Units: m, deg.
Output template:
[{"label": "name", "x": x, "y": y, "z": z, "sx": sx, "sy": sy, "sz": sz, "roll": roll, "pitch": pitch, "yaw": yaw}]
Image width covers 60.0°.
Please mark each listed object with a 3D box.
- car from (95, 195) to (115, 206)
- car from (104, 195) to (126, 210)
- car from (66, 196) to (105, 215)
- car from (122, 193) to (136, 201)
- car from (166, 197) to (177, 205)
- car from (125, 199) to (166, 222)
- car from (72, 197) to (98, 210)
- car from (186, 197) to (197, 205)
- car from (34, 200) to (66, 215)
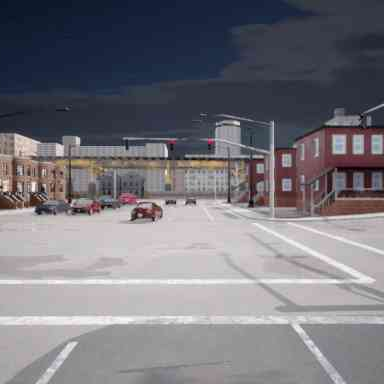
[{"label": "car", "x": -14.228, "y": 1.352, "z": 54.613, "sx": 2.097, "sy": 1.767, "sz": 4.553, "roll": 0, "pitch": 0, "yaw": 0}, {"label": "car", "x": -10.709, "y": 1.547, "z": 44.363, "sx": 2.033, "sy": 1.411, "sz": 5.357, "roll": 0, "pitch": 0, "yaw": 0}, {"label": "car", "x": -10.685, "y": 1.477, "z": 33.884, "sx": 1.882, "sy": 1.535, "sz": 5.008, "roll": 0, "pitch": 0, "yaw": 0}, {"label": "car", "x": -10.722, "y": 1.220, "z": 55.058, "sx": 2.150, "sy": 2.045, "sz": 5.566, "roll": 0, "pitch": 0, "yaw": 1}, {"label": "car", "x": -3.668, "y": 1.601, "z": 58.635, "sx": 1.895, "sy": 1.301, "sz": 4.718, "roll": 0, "pitch": 0, "yaw": 0}, {"label": "car", "x": -3.544, "y": 1.525, "z": 26.378, "sx": 1.812, "sy": 1.442, "sz": 4.674, "roll": 1, "pitch": 0, "yaw": 5}, {"label": "car", "x": -14.211, "y": 1.477, "z": 44.341, "sx": 1.882, "sy": 1.535, "sz": 5.008, "roll": 0, "pitch": 0, "yaw": 0}, {"label": "car", "x": -0.168, "y": 1.525, "z": 58.619, "sx": 1.812, "sy": 1.442, "sz": 4.674, "roll": 0, "pitch": 0, "yaw": 0}, {"label": "car", "x": -14.188, "y": 1.547, "z": 34.300, "sx": 2.033, "sy": 1.411, "sz": 5.357, "roll": 0, "pitch": 0, "yaw": 0}]
